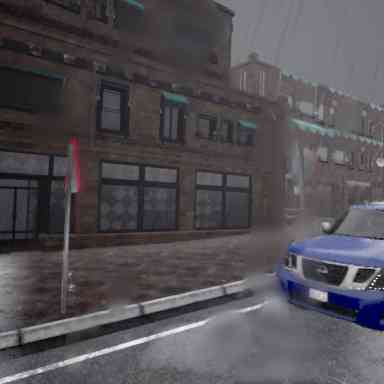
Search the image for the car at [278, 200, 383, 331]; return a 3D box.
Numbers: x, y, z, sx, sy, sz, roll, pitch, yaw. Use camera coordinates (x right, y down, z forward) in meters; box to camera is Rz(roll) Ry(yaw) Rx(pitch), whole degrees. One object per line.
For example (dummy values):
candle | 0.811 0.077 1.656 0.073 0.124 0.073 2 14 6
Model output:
car | 4.165 1.204 6.673 5.566 2.045 2.150 0 0 -36
